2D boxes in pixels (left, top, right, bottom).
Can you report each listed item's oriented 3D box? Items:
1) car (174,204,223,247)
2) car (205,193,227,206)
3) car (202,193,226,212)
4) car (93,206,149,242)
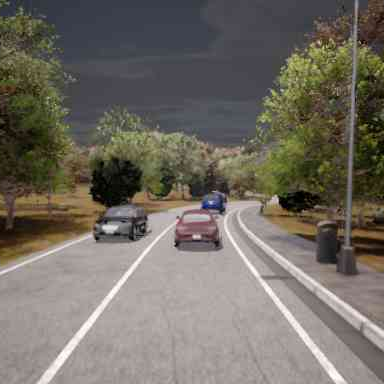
[{"bbox_3d":[0.241,1.492,14.875,1.812,1.442,4.674,0,1,2],"label":"car"},{"bbox_3d":[4.163,1.159,56.240,2.150,2.045,5.566,2,0,20],"label":"car"},{"bbox_3d":[2.370,1.207,35.197,2.150,2.045,5.566,1,0,10],"label":"car"},{"bbox_3d":[-3.351,1.444,16.442,2.128,1.511,4.902,0,-1,3],"label":"car"}]
